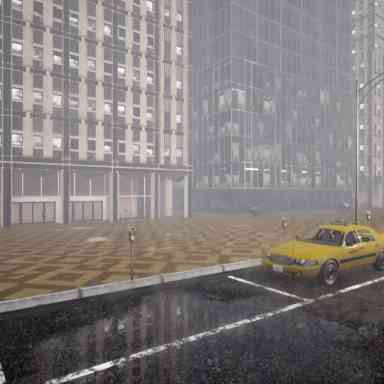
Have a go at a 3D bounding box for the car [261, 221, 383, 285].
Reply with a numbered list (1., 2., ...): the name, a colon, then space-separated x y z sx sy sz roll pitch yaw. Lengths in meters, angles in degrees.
1. car: 4.037 1.526 9.454 4.829 1.417 1.752 0 0 -36
